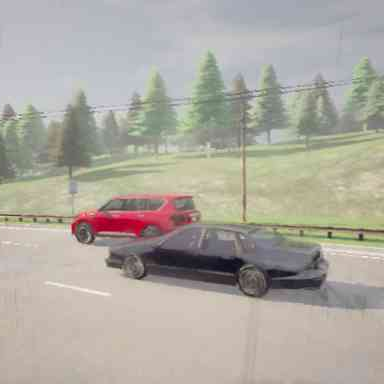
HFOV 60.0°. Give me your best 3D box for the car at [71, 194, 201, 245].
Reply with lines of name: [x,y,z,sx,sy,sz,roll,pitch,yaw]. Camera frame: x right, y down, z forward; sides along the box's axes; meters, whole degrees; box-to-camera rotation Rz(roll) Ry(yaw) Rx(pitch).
car: [-2.294,1.102,13.456,5.566,2.045,2.150,0,0,27]

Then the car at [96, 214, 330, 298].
car: [0.457,1.456,8.141,5.357,1.411,2.033,0,1,28]
